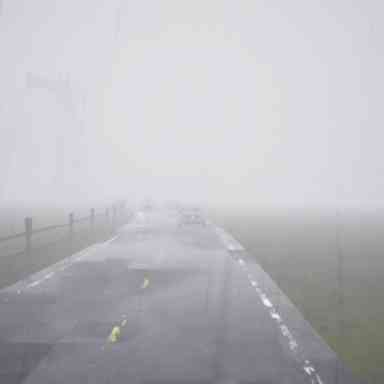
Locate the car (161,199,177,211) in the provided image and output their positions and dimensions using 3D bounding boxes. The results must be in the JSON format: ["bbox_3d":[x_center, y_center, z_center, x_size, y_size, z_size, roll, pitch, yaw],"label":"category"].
[{"bbox_3d":[-2.781,1.679,42.694,1.837,1.490,4.892,0,0,-11],"label":"car"}]

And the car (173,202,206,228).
[{"bbox_3d":[-0.099,1.648,23.114,2.033,1.411,5.357,0,0,-4],"label":"car"}]

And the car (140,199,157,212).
[{"bbox_3d":[-5.424,1.645,41.057,1.882,1.535,5.008,0,0,-11],"label":"car"}]
